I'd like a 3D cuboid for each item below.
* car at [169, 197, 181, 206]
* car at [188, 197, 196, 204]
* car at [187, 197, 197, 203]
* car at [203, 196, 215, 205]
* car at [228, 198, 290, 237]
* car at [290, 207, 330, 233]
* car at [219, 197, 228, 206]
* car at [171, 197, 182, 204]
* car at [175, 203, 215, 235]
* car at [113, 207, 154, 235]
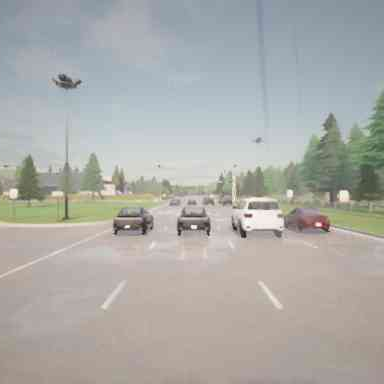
[{"bbox_3d":[-3.493,2.057,66.089,2.033,1.411,5.357,0,0,0],"label":"car"},{"bbox_3d":[0.008,1.935,75.762,1.812,1.442,4.674,0,0,0],"label":"car"},{"bbox_3d":[0.007,2.059,66.436,2.033,1.411,5.357,0,0,0],"label":"car"},{"bbox_3d":[3.507,2.016,66.900,1.837,1.490,4.892,0,0,0],"label":"car"},{"bbox_3d":[3.603,1.369,19.053,2.150,2.045,5.566,0,0,0],"label":"car"},{"bbox_3d":[7.103,1.688,20.953,1.812,1.442,4.674,0,0,0],"label":"car"},{"bbox_3d":[7.007,2.012,66.034,1.837,1.490,4.892,0,0,0],"label":"car"},{"bbox_3d":[-3.492,1.936,75.765,2.128,1.511,4.902,0,0,0],"label":"car"},{"bbox_3d":[0.102,1.646,19.912,2.128,1.511,4.902,0,0,0],"label":"car"},{"bbox_3d":[-3.398,1.646,19.907,2.128,1.511,4.902,0,0,0],"label":"car"}]
